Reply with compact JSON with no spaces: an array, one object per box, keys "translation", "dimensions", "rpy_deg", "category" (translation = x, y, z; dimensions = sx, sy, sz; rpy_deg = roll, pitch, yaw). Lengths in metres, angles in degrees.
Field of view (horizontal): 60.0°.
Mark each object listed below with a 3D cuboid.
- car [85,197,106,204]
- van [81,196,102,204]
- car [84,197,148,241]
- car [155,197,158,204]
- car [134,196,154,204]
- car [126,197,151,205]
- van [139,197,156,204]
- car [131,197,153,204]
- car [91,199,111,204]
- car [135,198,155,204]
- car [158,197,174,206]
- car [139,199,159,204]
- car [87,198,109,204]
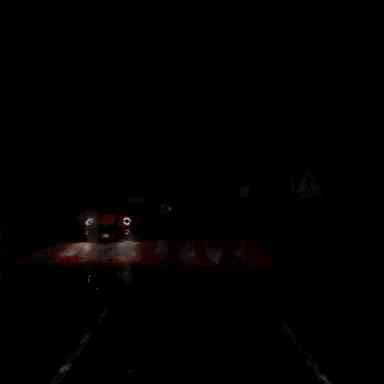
[{"translation":[-24.541,2.266,84.568],"dimensions":[4.553,1.767,2.185],"rpy_deg":[0,-2,-1],"category":"car"},{"translation":[-24.651,2.070,81.802],"dimensions":[4.442,1.987,1.878],"rpy_deg":[0,-2,-1],"category":"van"},{"translation":[-3.540,1.338,15.824],"dimensions":[2.097,1.767,4.553],"rpy_deg":[-1,-3,-1],"category":"car"},{"translation":[-11.387,1.930,79.007],"dimensions":[5.566,2.045,2.435],"rpy_deg":[0,-2,-1],"category":"car"},{"translation":[-11.076,1.841,67.918],"dimensions":[5.366,1.575,1.946],"rpy_deg":[0,-2,-1],"category":"car"},{"translation":[-11.306,1.918,70.682],"dimensions":[4.892,1.521,2.231],"rpy_deg":[0,-2,-1],"category":"car"},{"translation":[-11.646,2.246,87.327],"dimensions":[4.442,1.987,1.878],"rpy_deg":[0,-2,-1],"category":"van"},{"translation":[-11.408,1.962,76.232],"dimensions":[4.553,1.767,2.185],"rpy_deg":[0,-2,-1],"category":"car"},{"translation":[-24.644,2.585,90.101],"dimensions":[5.008,1.535,2.097],"rpy_deg":[0,-2,-1],"category":"car"},{"translation":[-11.482,2.308,81.771],"dimensions":[4.792,1.488,2.163],"rpy_deg":[0,-2,-1],"category":"car"},{"translation":[-4.078,1.656,56.870],"dimensions":[2.128,1.511,4.902],"rpy_deg":[0,-1,0],"category":"car"},{"translation":[-11.573,2.568,90.095],"dimensions":[5.008,1.535,2.097],"rpy_deg":[0,-2,-1],"category":"car"},{"translation":[-24.604,2.484,87.207],"dimensions":[5.008,1.535,2.097],"rpy_deg":[0,-2,-1],"category":"car"}]
